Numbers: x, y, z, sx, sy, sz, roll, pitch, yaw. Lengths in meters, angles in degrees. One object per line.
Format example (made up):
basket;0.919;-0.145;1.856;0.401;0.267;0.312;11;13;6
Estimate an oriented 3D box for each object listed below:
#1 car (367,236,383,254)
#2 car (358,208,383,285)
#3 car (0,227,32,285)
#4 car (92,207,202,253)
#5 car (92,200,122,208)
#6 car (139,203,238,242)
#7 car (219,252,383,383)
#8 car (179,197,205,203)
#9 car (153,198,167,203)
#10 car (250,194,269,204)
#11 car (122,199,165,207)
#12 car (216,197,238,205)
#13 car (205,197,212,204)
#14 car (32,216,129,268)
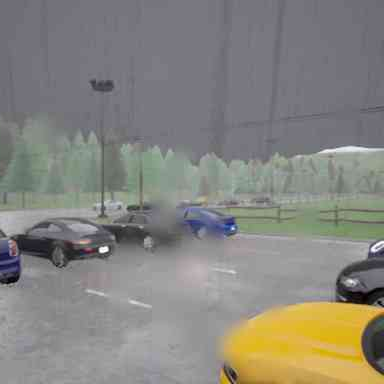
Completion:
car;4.754;1.483;4.899;4.902;1.511;2.128;0;0;36
car;6.637;1.344;7.856;4.553;1.767;2.097;-1;0;36
car;-6.404;1.429;8.526;4.553;1.767;2.097;-1;0;36
car;-2.222;1.584;14.140;4.892;1.490;1.837;0;0;36
car;-11.381;1.800;45.171;1.812;1.442;4.674;-1;0;35
car;-0.095;1.553;16.920;5.008;1.535;1.882;0;0;36
car;2.535;1.471;2.185;5.008;1.535;1.882;0;0;36
car;-0.532;1.745;48.208;1.812;1.442;4.674;-1;0;36
car;-5.986;1.779;52.604;1.837;1.490;4.892;-1;0;36
car;13.845;1.439;67.720;2.150;2.045;5.566;-1;0;36
car;-5.873;1.821;40.839;1.895;1.301;4.718;-1;0;35
car;5.975;1.571;57.093;2.097;1.767;4.553;-1;0;35
car;1.925;1.750;63.368;1.882;1.535;5.008;-1;0;37
car;-4.562;1.605;11.513;4.674;1.442;1.812;0;0;36
